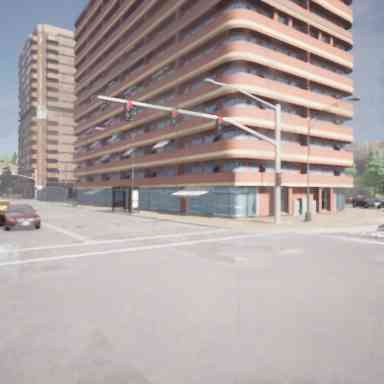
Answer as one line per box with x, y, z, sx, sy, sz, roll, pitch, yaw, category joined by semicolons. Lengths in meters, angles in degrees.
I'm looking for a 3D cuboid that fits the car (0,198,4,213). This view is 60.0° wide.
-22.281;1.447;37.084;1.837;1.490;4.892;0;0;-35;car

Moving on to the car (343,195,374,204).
30.253;1.374;60.642;1.882;1.535;5.008;0;0;-26;car

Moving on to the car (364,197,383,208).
26.575;1.449;47.061;1.812;1.442;4.674;0;0;-5;car

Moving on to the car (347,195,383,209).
23.264;1.415;44.400;2.128;1.511;4.902;0;0;-1;car

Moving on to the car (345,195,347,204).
26.830;1.259;59.720;2.097;1.767;4.553;0;0;-26;car

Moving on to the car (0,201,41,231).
-10.704;1.501;20.613;1.812;1.442;4.674;0;0;-36;car
